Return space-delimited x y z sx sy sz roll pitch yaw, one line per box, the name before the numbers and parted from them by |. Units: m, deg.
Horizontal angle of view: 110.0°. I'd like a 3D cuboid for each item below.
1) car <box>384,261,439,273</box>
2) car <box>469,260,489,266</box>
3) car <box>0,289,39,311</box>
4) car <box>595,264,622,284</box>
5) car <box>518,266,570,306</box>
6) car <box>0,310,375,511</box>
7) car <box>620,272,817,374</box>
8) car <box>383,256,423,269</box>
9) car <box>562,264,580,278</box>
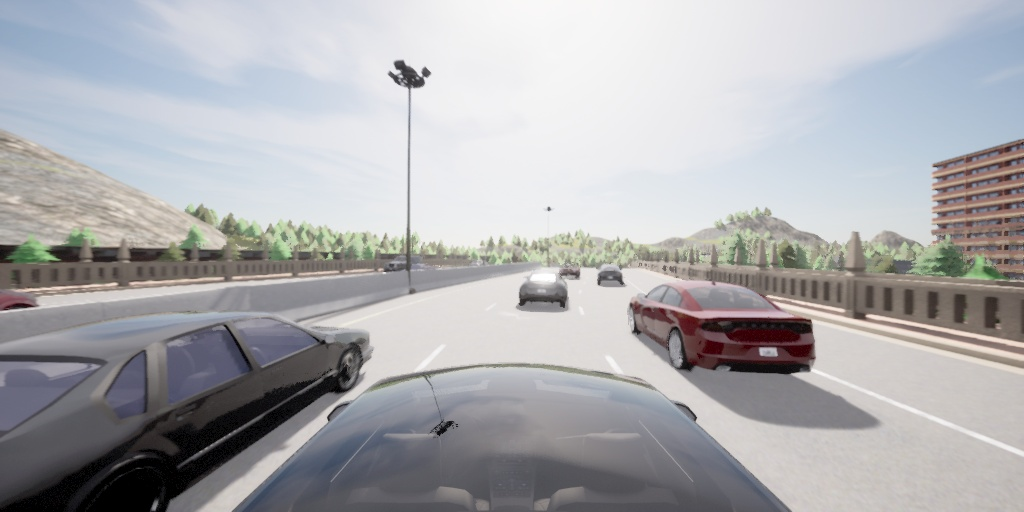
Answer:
car | -7.132 1.304 27.444 2.033 1.411 5.357 0 0 13
car | -4.804 1.340 52.091 2.128 1.511 4.902 0 0 13
car | -13.716 1.242 7.867 1.994 1.385 4.181 0 0 4
car | 7.514 1.371 27.731 1.812 1.442 4.674 0 0 13
car | 1.479 1.351 16.087 1.994 1.385 4.181 0 0 9
car | -3.315 1.281 3.637 2.033 1.411 5.357 0 0 2
car | 3.942 1.263 7.737 1.882 1.535 5.008 0 0 4
car | -11.583 0.975 38.890 2.150 2.045 5.566 0 0 14
car | 5.742 1.451 35.500 1.895 1.301 4.718 0 0 13
